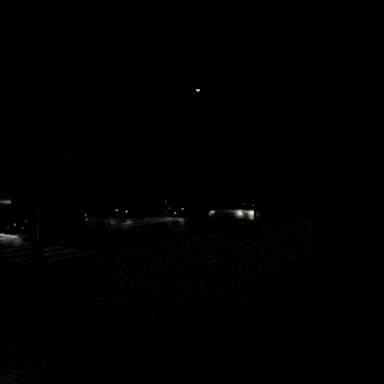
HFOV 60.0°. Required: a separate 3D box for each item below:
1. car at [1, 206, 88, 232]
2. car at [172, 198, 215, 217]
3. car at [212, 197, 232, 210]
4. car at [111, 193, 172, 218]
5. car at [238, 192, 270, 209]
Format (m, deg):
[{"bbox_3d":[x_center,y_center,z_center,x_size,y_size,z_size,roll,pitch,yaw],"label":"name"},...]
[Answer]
[{"bbox_3d":[-8.121,1.517,19.039,1.994,1.385,4.181,0,0,35],"label":"car"},{"bbox_3d":[-0.165,1.497,30.266,1.895,1.301,4.718,0,0,35],"label":"car"},{"bbox_3d":[3.068,1.351,40.425,2.128,1.511,4.902,0,0,35],"label":"car"},{"bbox_3d":[-4.588,1.137,29.648,2.150,2.045,5.566,0,0,36],"label":"car"},{"bbox_3d":[7.786,1.061,41.439,2.150,2.045,5.566,0,0,36],"label":"car"}]
